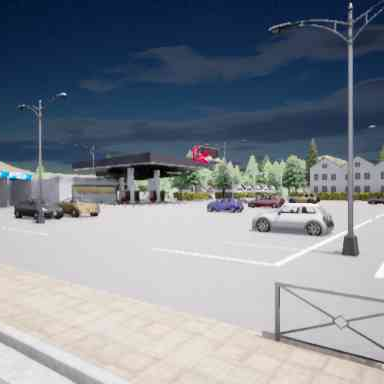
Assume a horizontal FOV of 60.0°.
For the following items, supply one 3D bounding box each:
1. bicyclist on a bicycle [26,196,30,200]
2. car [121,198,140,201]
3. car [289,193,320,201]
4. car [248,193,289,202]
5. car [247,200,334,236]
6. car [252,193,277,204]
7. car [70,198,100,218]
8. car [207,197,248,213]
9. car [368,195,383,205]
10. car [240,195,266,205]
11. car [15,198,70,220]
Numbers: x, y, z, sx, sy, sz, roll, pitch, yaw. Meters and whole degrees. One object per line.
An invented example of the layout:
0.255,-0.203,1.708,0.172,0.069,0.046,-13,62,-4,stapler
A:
-16.759,1.275,34.000,1.656,1.620,0.582,0,0,36,bicyclist on a bicycle
-14.539,1.457,78.478,2.242,1.667,4.611,0,0,36,car
17.049,1.068,50.731,4.605,1.855,1.932,0,0,36,car
9.140,1.268,41.080,4.514,1.523,2.007,0,0,36,car
5.048,1.351,16.862,3.806,1.475,1.970,0,0,36,car
12.623,1.049,58.019,3.866,1.878,1.905,0,0,36,car
-9.953,1.299,27.969,5.027,1.636,2.152,0,0,36,car
3.223,1.289,33.027,3.633,1.501,1.845,0,0,36,car
29.228,1.268,50.448,4.514,1.523,2.007,0,0,36,car
10.172,1.333,55.692,3.806,1.475,1.970,0,0,36,car
-11.758,1.308,25.403,4.514,1.523,2.007,0,0,36,car
